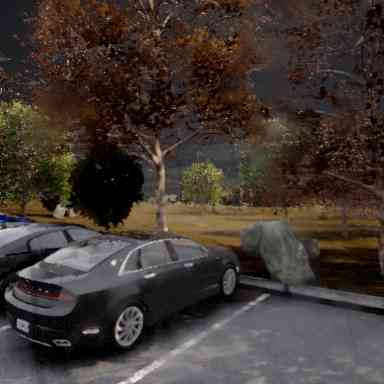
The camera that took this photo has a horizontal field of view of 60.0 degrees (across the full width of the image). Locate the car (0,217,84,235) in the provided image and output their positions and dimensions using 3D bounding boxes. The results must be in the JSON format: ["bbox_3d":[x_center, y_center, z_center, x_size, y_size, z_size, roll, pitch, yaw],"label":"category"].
[{"bbox_3d":[-3.181,1.467,8.027,2.097,1.535,5.008,0,0,36],"label":"car"}]

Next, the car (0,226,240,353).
[{"bbox_3d":[-0.807,1.478,6.330,2.231,1.521,4.892,0,0,36],"label":"car"}]

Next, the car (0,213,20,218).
[{"bbox_3d":[-5.451,1.449,9.649,2.097,1.535,5.008,1,0,36],"label":"car"}]
